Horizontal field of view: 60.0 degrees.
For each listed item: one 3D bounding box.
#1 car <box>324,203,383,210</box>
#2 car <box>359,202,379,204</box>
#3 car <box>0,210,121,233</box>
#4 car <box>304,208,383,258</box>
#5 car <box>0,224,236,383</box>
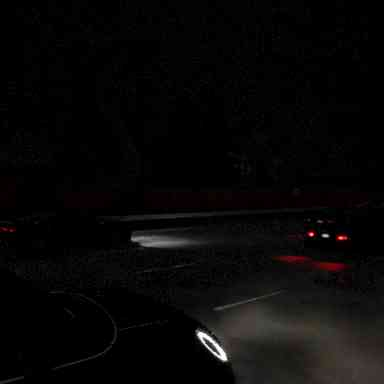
[{"bbox_3d":[8.413,1.547,18.469,5.357,1.411,2.033,0,0,-39],"label":"car"},{"bbox_3d":[14.546,1.526,27.283,4.674,1.442,1.812,0,0,-36],"label":"car"},{"bbox_3d":[-4.818,1.502,13.228,4.892,1.490,1.837,1,0,-36],"label":"car"},{"bbox_3d":[6.579,1.547,12.833,5.357,1.411,2.033,0,0,-36],"label":"car"},{"bbox_3d":[-1.806,1.353,2.458,4.553,1.767,2.097,0,0,-36],"label":"car"}]
